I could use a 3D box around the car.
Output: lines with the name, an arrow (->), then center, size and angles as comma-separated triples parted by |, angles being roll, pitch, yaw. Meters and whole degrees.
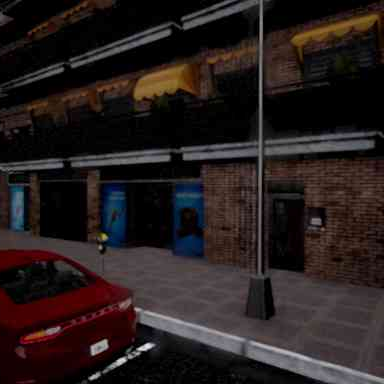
car -> -2.815, 1.527, 4.872 | 4.507, 1.381, 1.887 | 0, 0, 35
